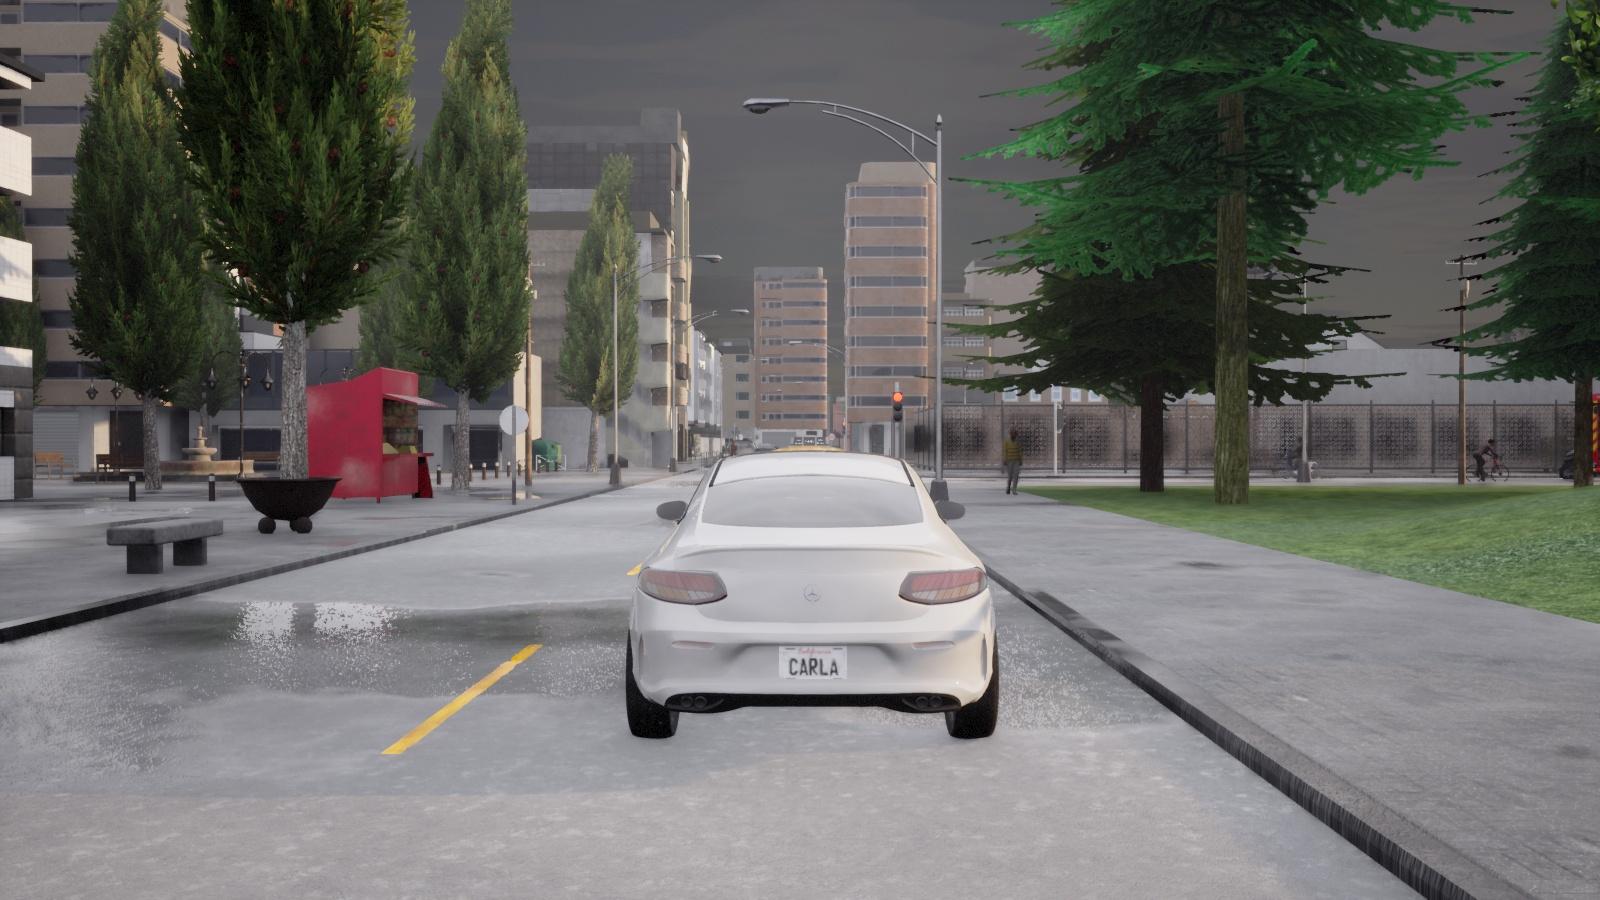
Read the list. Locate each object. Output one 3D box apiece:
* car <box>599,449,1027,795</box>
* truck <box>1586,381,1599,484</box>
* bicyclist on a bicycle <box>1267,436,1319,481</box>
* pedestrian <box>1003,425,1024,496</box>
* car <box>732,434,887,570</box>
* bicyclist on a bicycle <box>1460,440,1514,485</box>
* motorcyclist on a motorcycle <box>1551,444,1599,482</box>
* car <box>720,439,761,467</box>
[{"bbox_3d":[0.067,0.729,7.659,1.812,1.442,4.674,0,0,0],"label":"car"},{"bbox_3d":[34.180,-0.653,46.429,8.468,3.827,2.891,0,0,-1],"label":"truck"},{"bbox_3d":[19.836,0.348,50.532,1.843,1.776,0.659,0,0,0],"label":"bicyclist on a bicycle"},{"bbox_3d":[5.657,0.273,33.268,0.370,1.835,0.726,0,0,-5],"label":"pedestrian"},{"bbox_3d":[0.130,0.588,17.254,1.801,1.575,5.366,0,0,0],"label":"car"},{"bbox_3d":[25.440,0.457,46.501,1.656,1.620,0.582,0,0,0],"label":"bicyclist on a bicycle"},{"bbox_3d":[31.528,0.522,50.466,2.191,1.530,0.866,0,0,0],"label":"motorcyclist on a motorcycle"},{"bbox_3d":[-3.567,0.159,75.994,2.242,1.667,4.611,0,0,0],"label":"car"}]
